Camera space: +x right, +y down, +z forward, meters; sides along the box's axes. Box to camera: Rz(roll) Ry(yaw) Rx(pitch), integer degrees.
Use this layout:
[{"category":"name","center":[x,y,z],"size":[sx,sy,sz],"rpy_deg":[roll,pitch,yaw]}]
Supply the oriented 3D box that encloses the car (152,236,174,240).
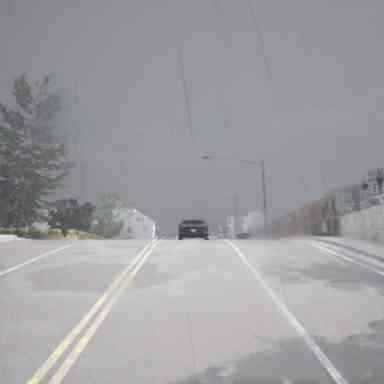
[{"category":"car","center":[-3.608,5.971,39.882],"size":[2.033,1.411,5.357],"rpy_deg":[0,-11,0]}]

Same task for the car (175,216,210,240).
[{"category":"car","center":[0.082,2.429,21.766],"size":[1.837,1.490,4.892],"rpy_deg":[-1,-10,0]}]
